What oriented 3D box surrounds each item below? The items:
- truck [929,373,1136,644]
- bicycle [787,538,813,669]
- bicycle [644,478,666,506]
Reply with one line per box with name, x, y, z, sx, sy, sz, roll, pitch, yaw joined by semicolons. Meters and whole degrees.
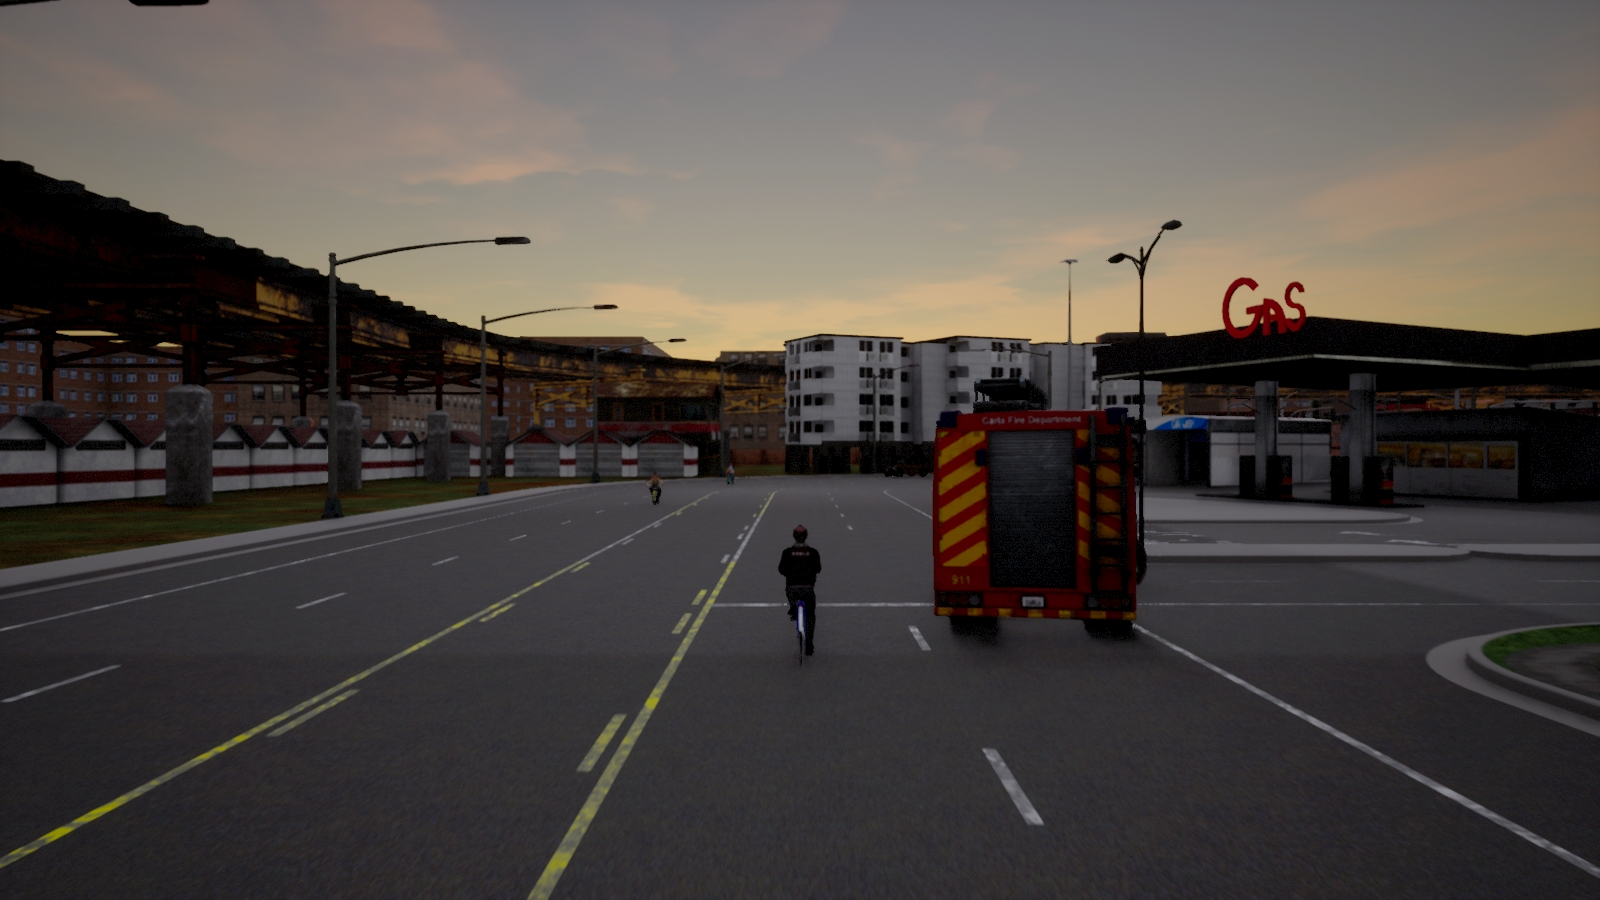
truck;4.430;0.844;20.598;2.891;3.827;8.468;-1;0;15
bicycle;0.001;2.012;15.349;0.329;1.496;1.835;0;0;0
bicycle;-6.993;2.027;55.099;0.859;1.301;1.487;0;0;0
